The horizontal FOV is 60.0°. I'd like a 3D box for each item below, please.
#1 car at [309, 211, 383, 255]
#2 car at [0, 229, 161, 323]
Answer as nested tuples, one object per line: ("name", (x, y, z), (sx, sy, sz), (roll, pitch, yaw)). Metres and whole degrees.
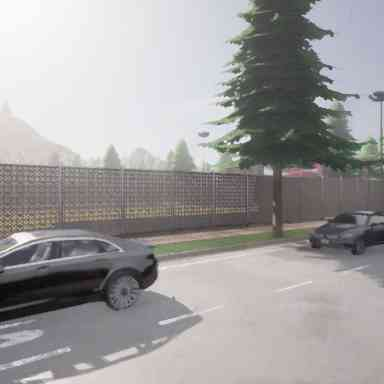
("car", (6.655, 1.526, 13.400), (4.674, 1.442, 1.812), (0, 0, -37))
("car", (-2.937, 1.492, 6.184), (4.902, 1.511, 2.128), (0, 0, -37))
